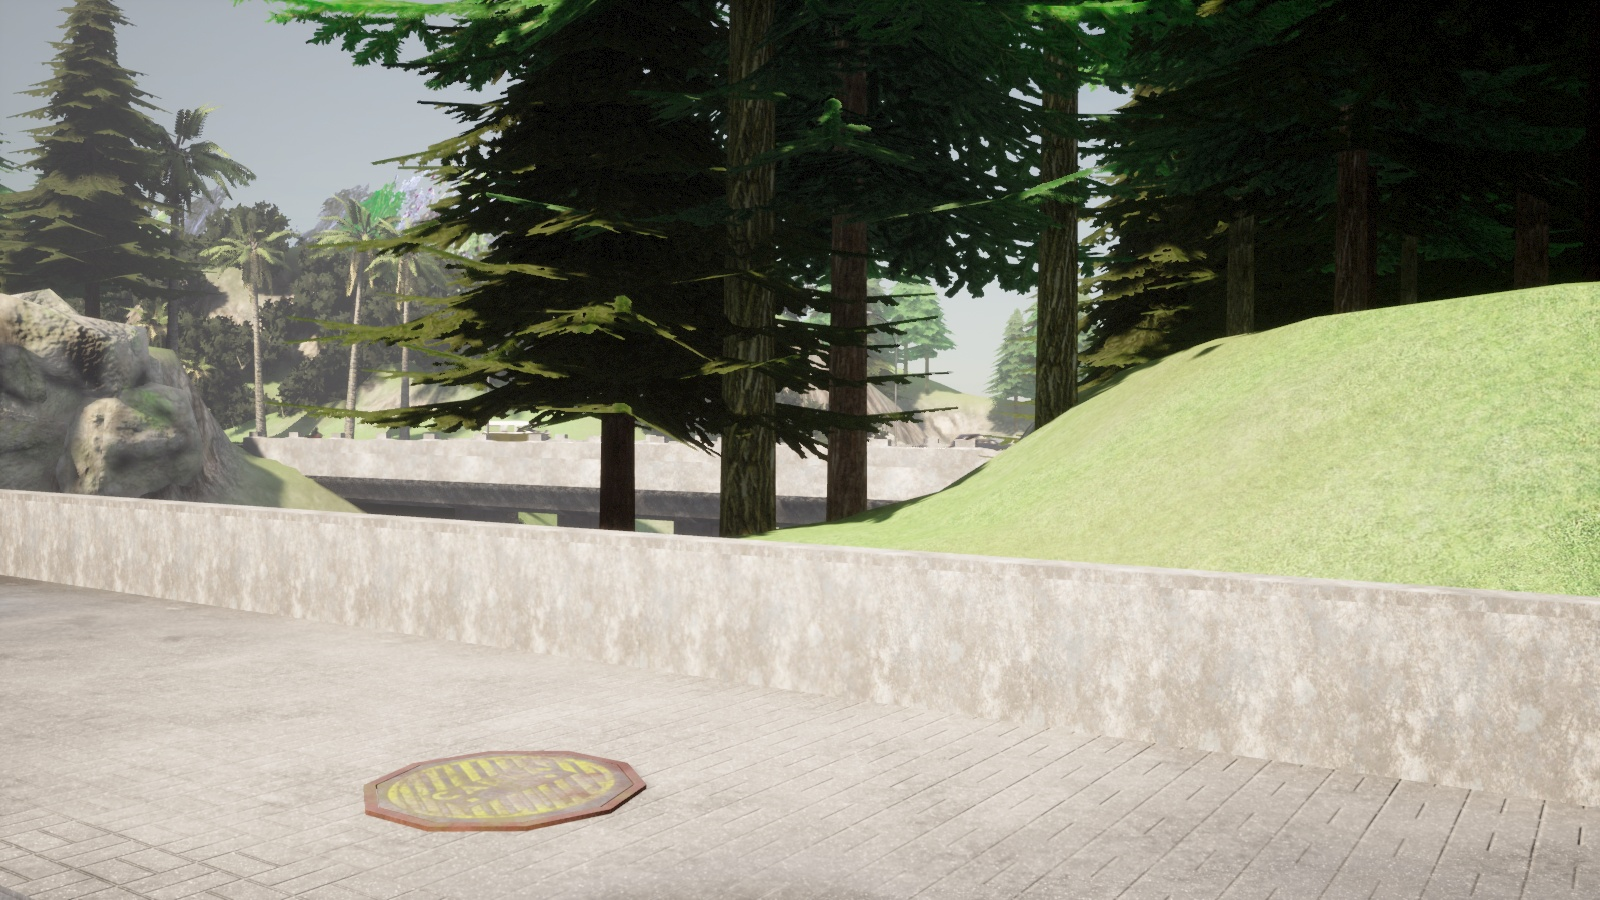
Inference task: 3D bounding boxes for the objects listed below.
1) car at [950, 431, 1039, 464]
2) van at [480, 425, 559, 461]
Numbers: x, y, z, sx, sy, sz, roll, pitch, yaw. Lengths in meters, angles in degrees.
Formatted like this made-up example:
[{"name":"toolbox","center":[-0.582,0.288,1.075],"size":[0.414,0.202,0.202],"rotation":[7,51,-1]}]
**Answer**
[{"name":"car","center":[8.936,-0.124,57.743],"size":[3.633,1.501,1.845],"rotation":[0,1,34]},{"name":"van","center":[-16.702,-0.413,74.736],"size":[4.480,2.038,2.069],"rotation":[0,1,34]}]
